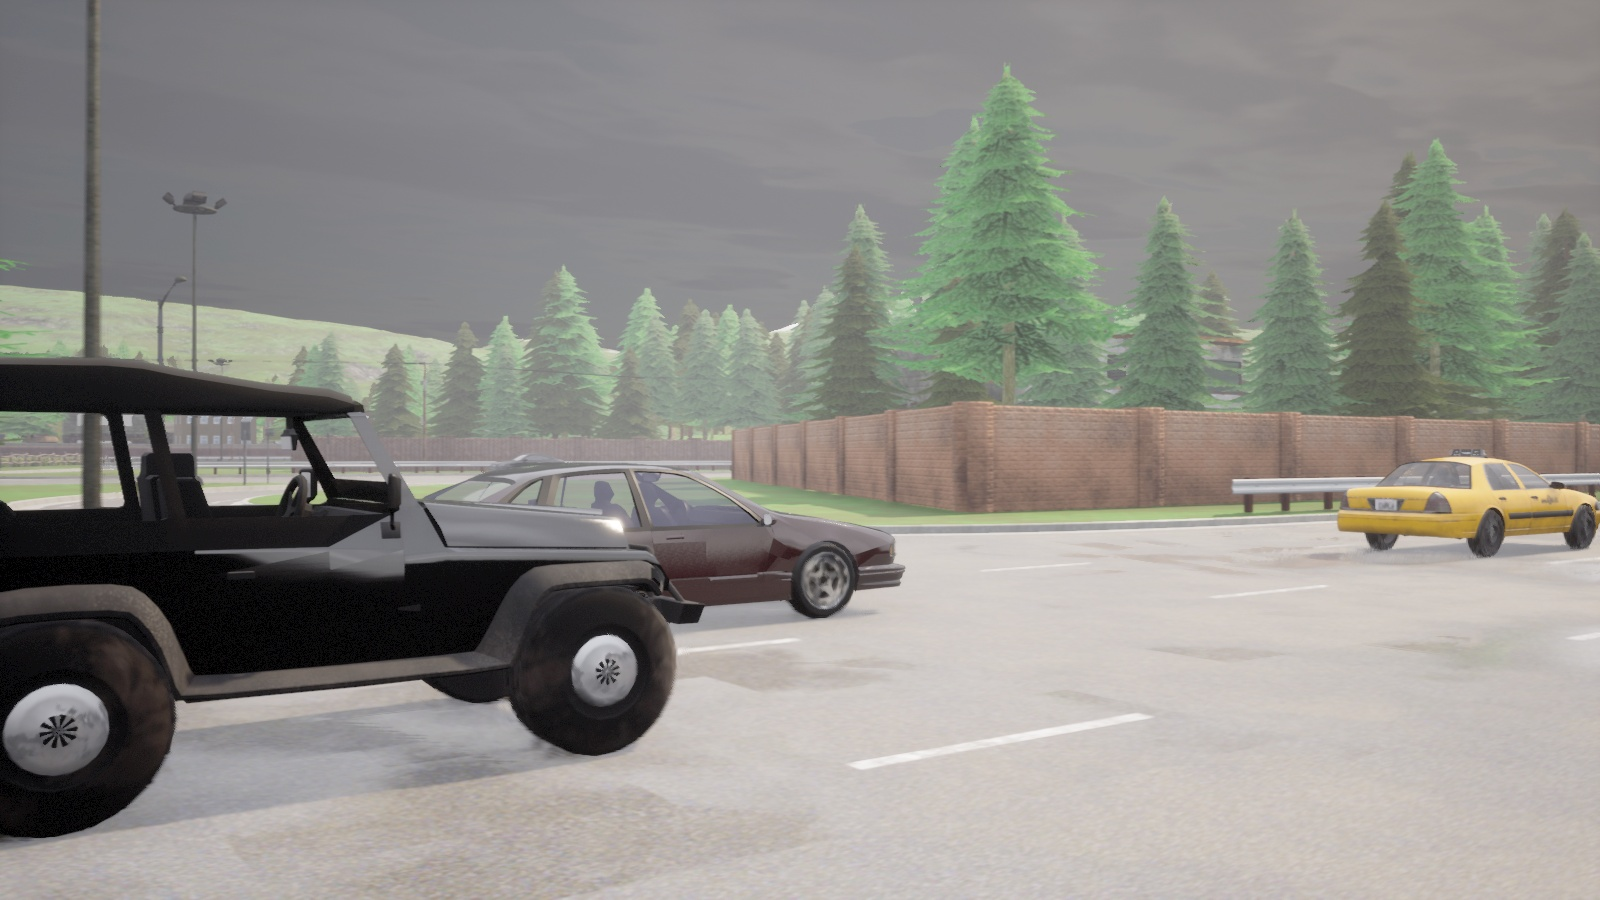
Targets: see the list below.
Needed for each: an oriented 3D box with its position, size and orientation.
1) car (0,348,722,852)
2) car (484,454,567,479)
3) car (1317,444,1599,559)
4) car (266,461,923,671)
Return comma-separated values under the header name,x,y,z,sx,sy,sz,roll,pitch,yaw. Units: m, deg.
name,x,y,z,sx,sy,sz,roll,pitch,yaw
car,-2.536,0.561,6.159,3.866,1.878,1.905,0,0,-35
car,-16.791,0.995,76.889,4.674,1.442,1.812,0,0,-35
car,10.388,0.709,19.418,5.366,1.575,1.801,0,0,-35
car,-1.627,0.823,11.055,5.357,1.411,2.033,0,0,-35
